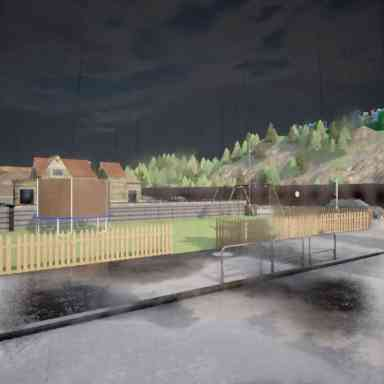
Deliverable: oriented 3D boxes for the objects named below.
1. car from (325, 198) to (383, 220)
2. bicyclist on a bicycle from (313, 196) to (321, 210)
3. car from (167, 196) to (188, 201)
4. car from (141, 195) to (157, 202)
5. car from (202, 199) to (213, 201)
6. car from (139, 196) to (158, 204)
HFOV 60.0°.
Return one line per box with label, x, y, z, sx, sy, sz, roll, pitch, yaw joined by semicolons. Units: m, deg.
car;13.633;1.352;27.990;2.097;1.767;4.553;0;0;-36
bicyclist on a bicycle;15.152;1.349;40.287;1.656;1.620;0.582;0;0;-36
car;-2.641;1.505;57.818;1.837;1.490;4.892;0;0;-35
car;-8.622;1.393;59.209;2.097;1.767;4.553;0;0;-36
car;2.483;1.601;43.552;1.895;1.301;4.718;0;0;-36
car;-8.755;1.526;66.256;1.812;1.442;4.674;0;0;-36
